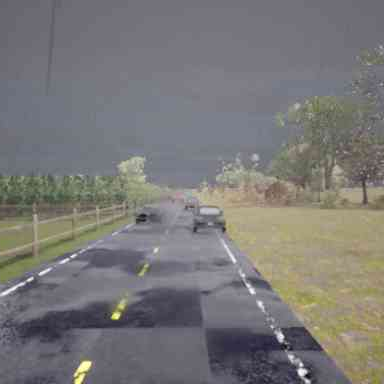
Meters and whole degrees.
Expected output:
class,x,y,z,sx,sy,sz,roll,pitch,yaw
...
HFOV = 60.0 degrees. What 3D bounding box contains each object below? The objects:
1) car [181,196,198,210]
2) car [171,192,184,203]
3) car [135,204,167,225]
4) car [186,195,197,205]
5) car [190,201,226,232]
class,x,y,z,sx,sy,sz,roll,pitch,yaw
car,0.031,1.477,42.246,2.033,1.411,5.357,0,0,1
car,-2.775,1.086,65.229,2.150,2.045,5.566,0,0,0
car,-2.856,1.568,23.851,1.895,1.301,4.718,0,0,0
car,-0.014,1.393,58.488,1.837,1.490,4.892,0,0,0
car,0.958,1.501,19.684,1.812,1.442,4.674,0,0,0
